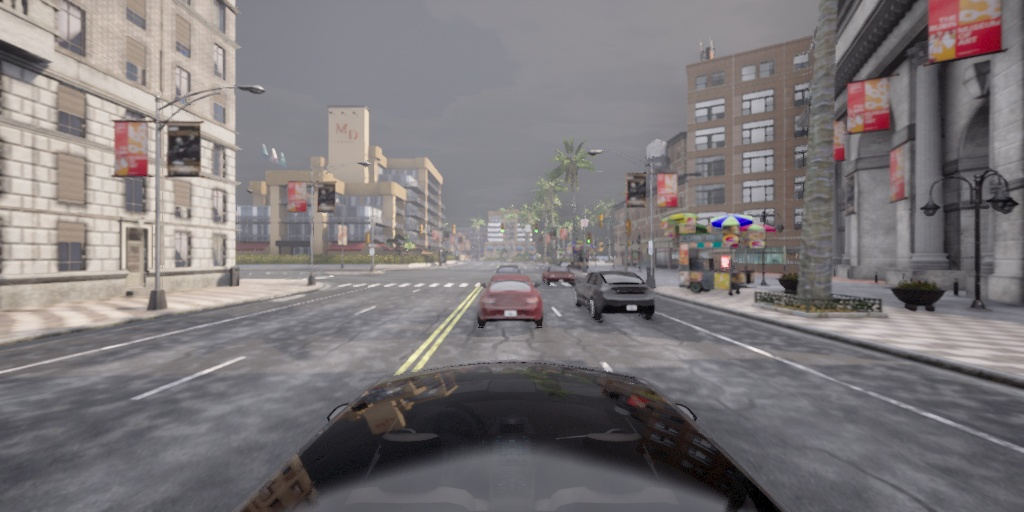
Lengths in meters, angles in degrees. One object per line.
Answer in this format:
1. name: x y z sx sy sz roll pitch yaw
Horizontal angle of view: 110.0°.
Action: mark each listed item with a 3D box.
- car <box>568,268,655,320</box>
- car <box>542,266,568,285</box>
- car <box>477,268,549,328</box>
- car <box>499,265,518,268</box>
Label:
1. car: 3.426 1.258 12.741 1.837 1.490 4.892 0 0 -1
2. car: 3.250 1.362 26.095 1.895 1.301 4.718 0 0 -1
3. car: -0.056 1.281 11.330 1.812 1.442 4.674 0 0 -1
4. car: -0.234 1.310 23.903 2.033 1.411 5.357 0 0 -1
